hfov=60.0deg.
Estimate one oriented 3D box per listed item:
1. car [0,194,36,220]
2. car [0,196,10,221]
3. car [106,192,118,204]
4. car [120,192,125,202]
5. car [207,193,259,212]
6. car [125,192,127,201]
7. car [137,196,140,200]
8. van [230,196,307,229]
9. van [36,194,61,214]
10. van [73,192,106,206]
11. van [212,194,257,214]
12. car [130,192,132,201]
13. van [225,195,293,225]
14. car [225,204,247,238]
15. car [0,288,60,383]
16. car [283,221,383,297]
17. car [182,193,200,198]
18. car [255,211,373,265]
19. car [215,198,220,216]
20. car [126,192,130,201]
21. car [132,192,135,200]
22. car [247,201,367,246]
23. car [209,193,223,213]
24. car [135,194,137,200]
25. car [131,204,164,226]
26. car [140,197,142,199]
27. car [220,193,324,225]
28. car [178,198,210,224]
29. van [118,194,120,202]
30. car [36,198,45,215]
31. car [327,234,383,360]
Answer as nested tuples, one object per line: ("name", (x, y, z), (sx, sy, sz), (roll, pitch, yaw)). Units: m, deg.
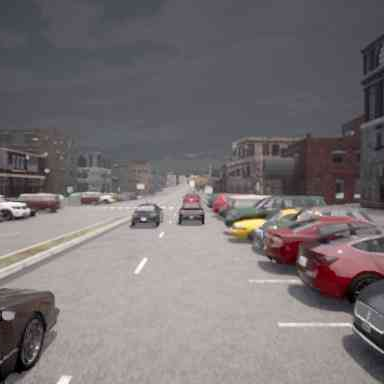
("car", (-15.938, 1.220, 26.373), (5.566, 2.045, 2.435), (0, 0, 0))
("car", (-15.976, 1.354, 23.614), (4.553, 1.767, 2.185), (0, 0, 0))
("car", (-16.177, 1.040, 56.704), (5.566, 2.045, 2.435), (0, 0, 0))
("car", (-16.276, 1.264, 64.976), (5.008, 1.535, 2.097), (0, 0, 0))
("car", (4.554, 1.171, 37.683), (5.566, 2.045, 2.435), (0, 0, 0))
("car", (-16.263, 1.291, 67.731), (4.792, 1.488, 2.163), (0, 0, 0))
("car", (-16.430, 1.055, 81.513), (5.566, 2.045, 2.435), (0, 0, 0))
("van", (4.705, 1.258, 21.011), (4.442, 1.987, 1.878), (0, 0, 0))
("van", (-16.148, 1.212, 34.648), (4.442, 1.987, 1.878), (0, 0, 0))
("van", (-16.045, 1.101, 51.193), (4.442, 1.987, 1.878), (0, 0, 0))
("van", (4.417, 1.211, 34.906), (4.442, 1.987, 1.878), (0, 0, 0))
("car", (-16.342, 1.270, 73.243), (4.892, 1.521, 2.231), (0, 0, 0))
("van", (4.694, 1.253, 23.665), (4.442, 1.987, 1.878), (0, 0, 0))
("car", (4.435, 1.488, 15.327), (5.366, 1.575, 1.946), (0, 0, 0))
("car", (-2.913, 1.550, 2.585), (2.033, 1.411, 5.357), (0, 0, 0))
("car", (4.699, 1.516, 7.113), (4.792, 1.488, 2.163), (0, 0, 0))
("car", (-0.088, 1.131, 42.949), (2.150, 2.045, 5.566), (0, 0, 0))
("car", (4.648, 1.489, 9.893), (5.008, 1.535, 2.097), (0, 0, 0))
("car", (4.556, 1.472, 26.447), (4.892, 1.521, 2.231), (0, 0, 0))
("car", (-16.321, 1.265, 70.487), (4.892, 1.521, 2.231), (0, 0, 0))
("car", (-16.353, 1.278, 76.000), (5.008, 1.535, 2.097), (0, 0, 0))
("car", (4.668, 1.365, 12.672), (4.553, 1.767, 2.185), (0, 0, 0))
("car", (4.581, 1.210, 29.347), (5.566, 2.045, 2.435), (0, 0, 0))
("car", (-16.384, 1.290, 78.755), (5.008, 1.535, 2.097), (0, 0, 0))
("car", (-3.029, 1.525, 23.086), (1.812, 1.442, 4.674), (0, 0, 0))
("car", (-16.280, 1.374, 89.781), (5.366, 1.575, 1.946), (0, -1, 0))
("car", (4.574, 1.236, 18.111), (5.566, 2.045, 2.435), (0, 0, 0))
("car", (-0.035, 1.488, 24.929), (2.128, 1.511, 4.902), (0, 0, 0))
("van", (-16.366, 1.043, 62.339), (4.442, 1.987, 1.878), (0, 0, 0))
("car", (-15.959, 1.492, 29.131), (4.792, 1.488, 2.163), (0, 0, 0))
("car", (4.692, 1.485, 4.334), (4.892, 1.521, 2.231), (0, 0, 0))
